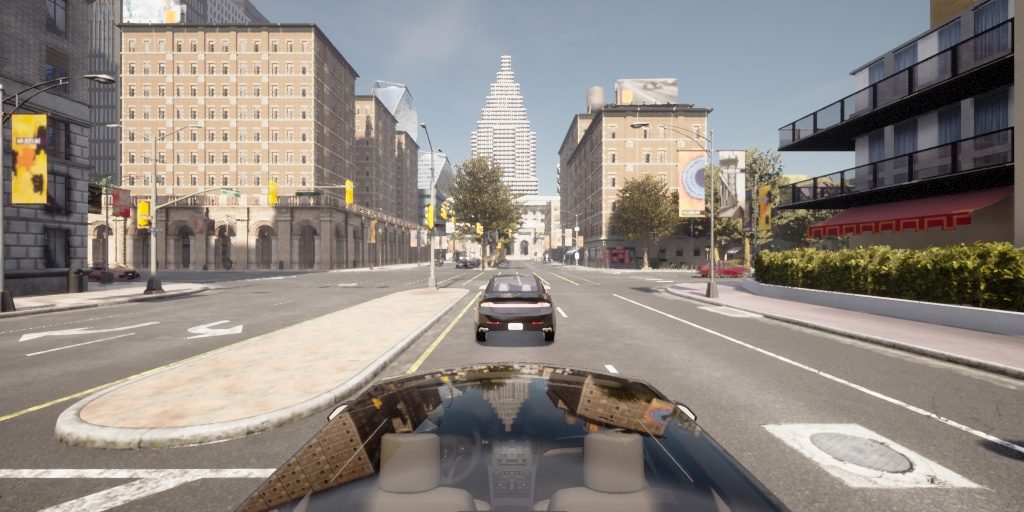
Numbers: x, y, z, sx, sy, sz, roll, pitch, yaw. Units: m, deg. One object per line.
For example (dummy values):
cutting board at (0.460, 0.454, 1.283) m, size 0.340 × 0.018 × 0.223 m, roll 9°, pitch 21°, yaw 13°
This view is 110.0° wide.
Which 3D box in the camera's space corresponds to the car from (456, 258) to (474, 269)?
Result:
car at (-8.002, 1.241, 58.564) m, size 2.128 × 1.511 × 4.902 m, roll 0°, pitch 0°, yaw 0°

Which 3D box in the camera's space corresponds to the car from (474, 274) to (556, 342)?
car at (0.083, 1.242, 9.815) m, size 2.128 × 1.511 × 4.902 m, roll 0°, pitch 0°, yaw 0°

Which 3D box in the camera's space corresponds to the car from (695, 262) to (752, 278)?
car at (19.425, 1.275, 33.012) m, size 4.674 × 1.442 × 1.812 m, roll 0°, pitch 0°, yaw 0°

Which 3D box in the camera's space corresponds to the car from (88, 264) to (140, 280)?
car at (-33.173, 1.314, 29.275) m, size 4.181 × 1.385 × 1.994 m, roll 0°, pitch 0°, yaw 0°

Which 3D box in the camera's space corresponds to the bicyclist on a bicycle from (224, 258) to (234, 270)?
bicyclist on a bicycle at (-37.237, 1.050, 47.226) m, size 0.582 × 1.620 × 1.656 m, roll 0°, pitch 0°, yaw 0°
